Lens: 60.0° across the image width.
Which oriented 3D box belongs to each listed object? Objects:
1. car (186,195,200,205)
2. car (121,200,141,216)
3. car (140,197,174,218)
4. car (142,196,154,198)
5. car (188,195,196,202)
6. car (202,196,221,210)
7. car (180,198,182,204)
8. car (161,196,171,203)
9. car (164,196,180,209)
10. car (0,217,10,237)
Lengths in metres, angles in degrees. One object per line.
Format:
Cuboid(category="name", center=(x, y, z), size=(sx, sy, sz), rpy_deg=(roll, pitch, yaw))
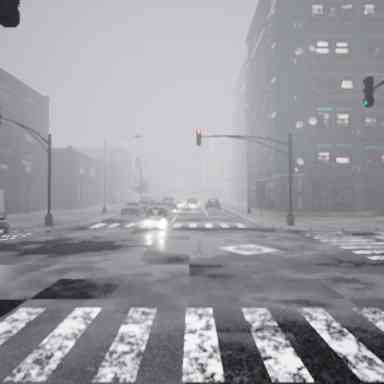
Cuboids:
Cuboid(category="car", center=(0.011, 1.496, 60.057), size=(1.882, 1.535, 5.008), rpy_deg=(0, 0, 0))
Cuboid(category="car", center=(-5.747, 1.554, 32.388), size=(1.887, 1.381, 4.507), rpy_deg=(1, 0, 0))
Cuboid(category="car", center=(-3.092, 1.497, 30.534), size=(2.128, 1.511, 4.902), rpy_deg=(0, 0, 0))
Cuboid(category="car", center=(-5.670, 1.556, 38.070), size=(1.887, 1.381, 4.507), rpy_deg=(1, 0, 0))
Cuboid(category="car", center=(0.013, 1.379, 70.483), size=(1.812, 1.442, 4.674), rpy_deg=(0, 0, 0))
Cuboid(category="car", center=(2.714, 1.453, 43.817), size=(1.967, 1.590, 4.097), rpy_deg=(1, 0, 0))
Cuboid(category="car", center=(-2.989, 1.553, 64.560), size=(1.812, 1.442, 4.674), rpy_deg=(0, 0, 0))
Cuboid(category="car", center=(-5.663, 1.605, 72.191), size=(1.802, 1.307, 4.206), rpy_deg=(1, 0, 0))
Cuboid(category="car", center=(-3.083, 1.366, 44.442), size=(2.097, 1.767, 4.553), rpy_deg=(0, 0, 0))
Cuboid(category="car", center=(-10.875, 1.579, 15.098), size=(4.902, 1.511, 2.128), rpy_deg=(-1, -1, 8))
